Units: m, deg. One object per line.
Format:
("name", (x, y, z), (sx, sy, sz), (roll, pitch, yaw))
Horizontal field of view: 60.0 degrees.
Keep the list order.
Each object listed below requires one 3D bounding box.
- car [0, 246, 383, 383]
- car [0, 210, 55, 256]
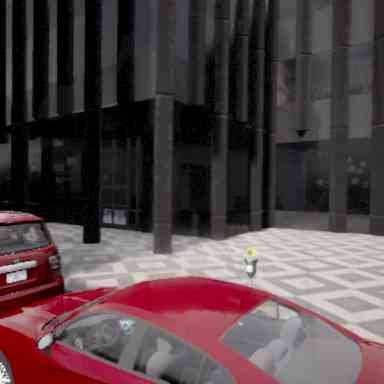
("car", (-0.257, 1.521, 3.136), (4.507, 1.381, 1.887), (0, 1, 35))
("car", (-4.417, 1.258, 6.063), (5.009, 1.841, 2.192), (0, 1, 35))
